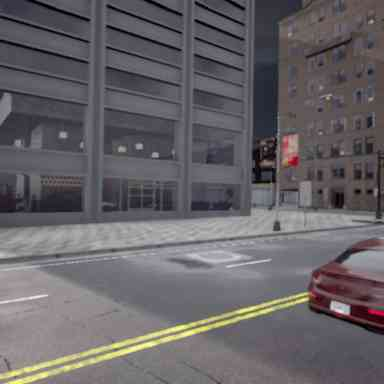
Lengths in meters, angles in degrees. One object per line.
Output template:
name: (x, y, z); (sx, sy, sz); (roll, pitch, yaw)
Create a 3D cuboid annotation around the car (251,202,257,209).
car: (7.303, 1.711, 48.339); (1.837, 1.490, 4.892); (2, -1, -36)

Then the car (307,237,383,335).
car: (4.112, 1.601, 6.373); (4.674, 1.442, 1.812); (0, 0, -36)
